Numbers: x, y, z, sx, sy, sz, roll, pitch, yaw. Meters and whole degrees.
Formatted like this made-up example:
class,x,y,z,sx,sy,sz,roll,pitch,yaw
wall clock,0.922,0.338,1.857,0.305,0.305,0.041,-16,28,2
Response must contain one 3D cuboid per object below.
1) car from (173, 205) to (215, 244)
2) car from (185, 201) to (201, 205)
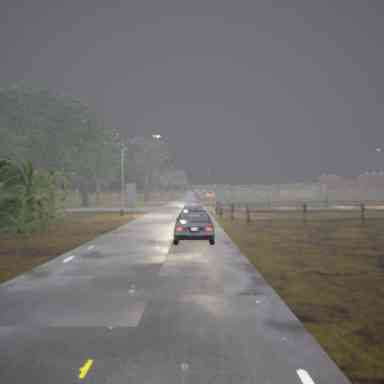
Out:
class,x,y,z,sx,sy,sz,roll,pitch,yaw
car,0.085,1.551,15.900,2.033,1.411,5.357,0,0,0
car,0.085,1.566,30.772,2.033,1.411,5.357,0,0,0
